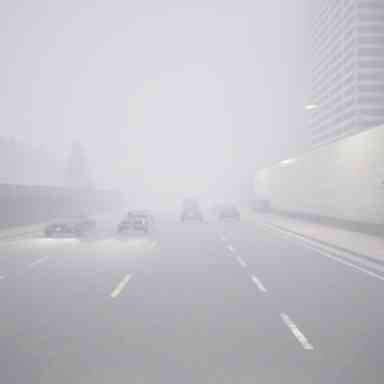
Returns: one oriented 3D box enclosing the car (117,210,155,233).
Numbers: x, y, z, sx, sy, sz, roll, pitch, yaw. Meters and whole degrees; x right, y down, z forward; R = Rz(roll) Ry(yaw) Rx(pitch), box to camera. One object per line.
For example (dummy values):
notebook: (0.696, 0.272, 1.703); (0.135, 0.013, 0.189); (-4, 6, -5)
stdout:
car: (-3.591, 1.897, 21.861); (1.895, 1.301, 4.718); (0, -1, 0)

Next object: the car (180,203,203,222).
car: (-0.029, 1.968, 30.248); (1.994, 1.385, 4.181); (0, -1, 0)

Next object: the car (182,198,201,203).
car: (-0.094, 1.791, 42.720); (2.150, 2.045, 5.566); (0, -1, 0)

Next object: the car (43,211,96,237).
car: (-7.168, 1.836, 19.891); (1.994, 1.385, 4.181); (0, -1, 0)

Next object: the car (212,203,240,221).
car: (3.463, 1.918, 32.178); (2.128, 1.511, 4.902); (0, -1, 0)

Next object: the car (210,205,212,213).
car: (3.422, 2.135, 43.101); (1.994, 1.385, 4.181); (0, -1, -1)
